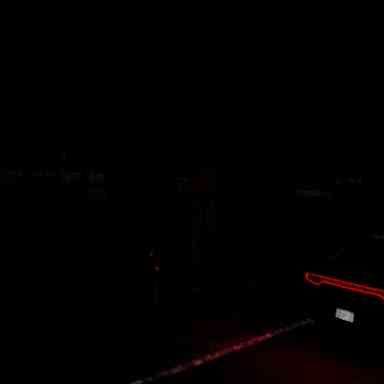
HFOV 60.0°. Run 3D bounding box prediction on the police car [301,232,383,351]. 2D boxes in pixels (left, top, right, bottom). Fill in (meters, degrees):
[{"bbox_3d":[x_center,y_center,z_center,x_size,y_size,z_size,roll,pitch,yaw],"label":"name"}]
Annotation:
[{"bbox_3d":[4.101,1.370,5.804,5.238,1.638,1.930,-1,0,-35],"label":"police car"}]
